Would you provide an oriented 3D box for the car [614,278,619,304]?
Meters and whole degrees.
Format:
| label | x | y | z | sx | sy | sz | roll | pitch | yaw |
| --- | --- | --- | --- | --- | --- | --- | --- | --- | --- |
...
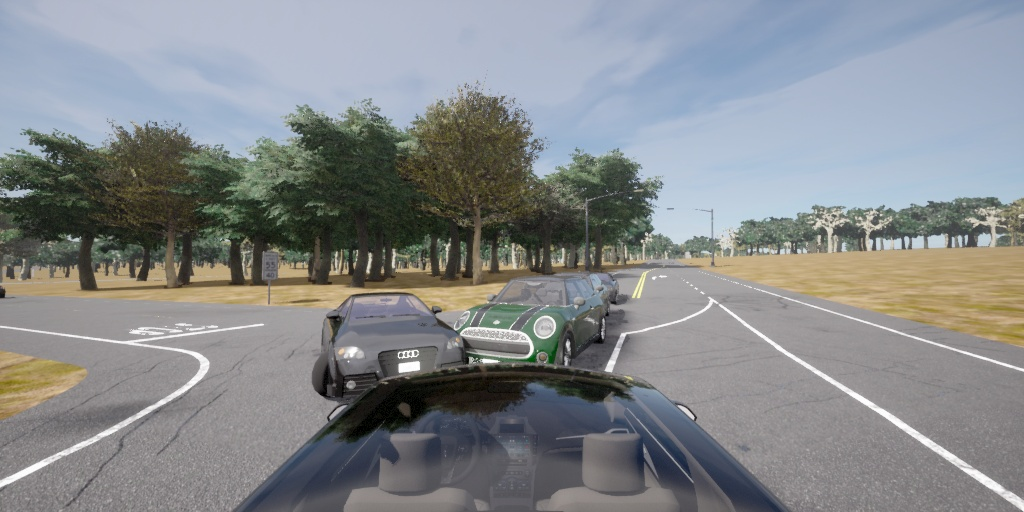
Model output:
| label | x | y | z | sx | sy | sz | roll | pitch | yaw |
| --- | --- | --- | --- | --- | --- | --- | --- | --- | --- |
| car | 4.228 | 1.508 | 17.829 | 1.994 | 1.385 | 4.181 | -1 | 0 | 19 |

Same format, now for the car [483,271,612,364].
| label | x | y | z | sx | sy | sz | roll | pitch | yaw |
| --- | --- | --- | --- | --- | --- | --- | --- | --- | --- |
| car | 0.623 | 1.217 | 7.791 | 2.097 | 1.767 | 4.553 | -1 | -2 | 26 |

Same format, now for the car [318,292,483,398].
| label | x | y | z | sx | sy | sz | roll | pitch | yaw |
| --- | --- | --- | --- | --- | --- | --- | --- | --- | --- |
| car | -2.350 | 1.375 | 6.587 | 1.994 | 1.385 | 4.181 | 1 | -2 | -29 |

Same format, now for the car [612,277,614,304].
| label | x | y | z | sx | sy | sz | roll | pitch | yaw |
| --- | --- | --- | --- | --- | --- | --- | --- | --- | --- |
| car | 2.031 | 1.343 | 12.103 | 2.097 | 1.767 | 4.553 | -1 | -1 | 21 |

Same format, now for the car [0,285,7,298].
| label | x | y | z | sx | sy | sz | roll | pitch | yaw |
| --- | --- | --- | --- | --- | --- | --- | --- | --- | --- |
| car | -40.845 | 2.559 | 27.369 | 4.181 | 1.385 | 1.994 | -2 | -3 | 22 |
